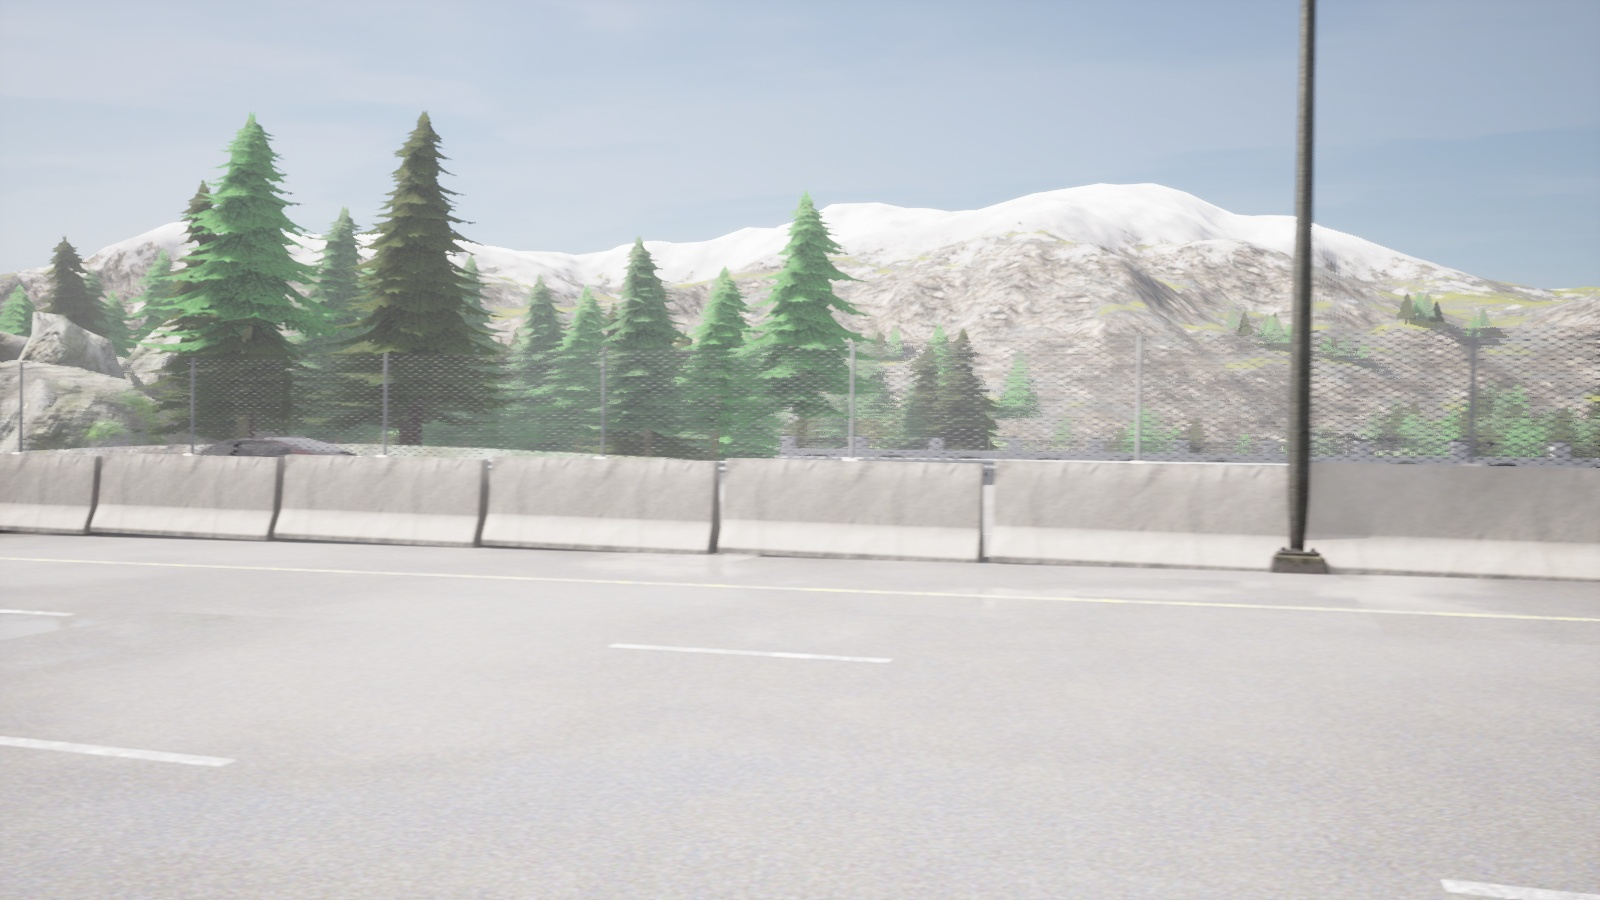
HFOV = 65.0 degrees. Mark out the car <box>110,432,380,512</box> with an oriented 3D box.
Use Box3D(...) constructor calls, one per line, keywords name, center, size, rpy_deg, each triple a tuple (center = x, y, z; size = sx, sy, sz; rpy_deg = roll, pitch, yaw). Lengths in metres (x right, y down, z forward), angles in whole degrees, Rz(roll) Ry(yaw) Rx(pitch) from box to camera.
Box3D(name="car", center=(-11.212, 0.386, 25.428), size=(4.792, 1.488, 2.163), rpy_deg=(0, 1, 19))
